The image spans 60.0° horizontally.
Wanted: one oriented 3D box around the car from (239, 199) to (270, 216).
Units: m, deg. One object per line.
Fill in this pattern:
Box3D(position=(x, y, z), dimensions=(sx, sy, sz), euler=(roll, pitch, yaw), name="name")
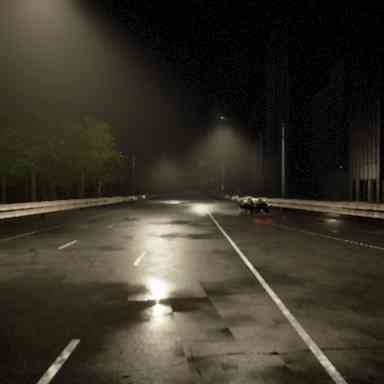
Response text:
Box3D(position=(5.952, 1.459, 32.359), dimensions=(2.128, 1.511, 4.902), euler=(0, 0, -8), name="car")
